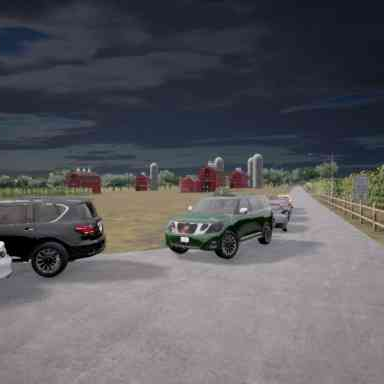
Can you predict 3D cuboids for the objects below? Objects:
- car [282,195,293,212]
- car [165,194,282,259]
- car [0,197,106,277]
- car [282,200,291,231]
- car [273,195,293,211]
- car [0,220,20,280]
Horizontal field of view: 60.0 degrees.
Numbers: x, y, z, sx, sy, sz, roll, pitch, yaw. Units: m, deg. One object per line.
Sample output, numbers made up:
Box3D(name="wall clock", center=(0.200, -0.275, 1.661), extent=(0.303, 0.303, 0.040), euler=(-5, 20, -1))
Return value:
Box3D(name="car", center=(6.298, 1.225, 24.700), extent=(1.882, 1.535, 5.008), euler=(0, 0, 18))
Box3D(name="car", center=(1.316, 1.103, 12.648), extent=(2.150, 2.045, 5.566), euler=(0, 0, 34))
Box3D(name="car", center=(-5.351, 1.223, 9.582), extent=(5.566, 2.045, 2.150), euler=(-1, 1, -4))
Box3D(name="car", center=(4.440, 1.372, 18.969), extent=(1.994, 1.385, 4.181), euler=(0, 0, 17))
Box3D(name="car", center=(10.049, 1.095, 36.444), extent=(1.882, 1.535, 5.008), euler=(0, 1, 18))
Box3D(name="car", center=(-6.292, 1.612, 6.695), extent=(4.674, 1.442, 1.812), euler=(-2, 2, -36))
